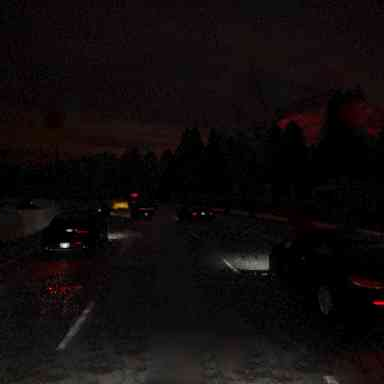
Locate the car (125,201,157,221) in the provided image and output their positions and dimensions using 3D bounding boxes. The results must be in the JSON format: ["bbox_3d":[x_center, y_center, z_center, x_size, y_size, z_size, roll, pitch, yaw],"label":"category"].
[{"bbox_3d":[-4.200,1.543,28.274,2.128,1.511,4.902,0,0,-15],"label":"car"}]

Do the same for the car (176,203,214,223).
[{"bbox_3d":[0.166,1.592,25.764,2.033,1.411,5.357,0,0,-14],"label":"car"}]

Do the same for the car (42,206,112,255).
[{"bbox_3d":[-4.587,1.532,13.539,1.837,1.490,4.892,0,0,-8],"label":"car"}]

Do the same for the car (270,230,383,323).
[{"bbox_3d":[3.131,1.536,7.147,1.812,1.442,4.674,0,0,-4],"label":"car"}]

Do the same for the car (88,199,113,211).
[{"bbox_3d":[-8.871,1.626,31.477,1.994,1.385,4.181,0,0,-18],"label":"car"}]

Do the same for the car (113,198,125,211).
[{"bbox_3d":[-9.549,1.561,42.761,1.882,1.535,5.008,0,0,-24],"label":"car"}]
